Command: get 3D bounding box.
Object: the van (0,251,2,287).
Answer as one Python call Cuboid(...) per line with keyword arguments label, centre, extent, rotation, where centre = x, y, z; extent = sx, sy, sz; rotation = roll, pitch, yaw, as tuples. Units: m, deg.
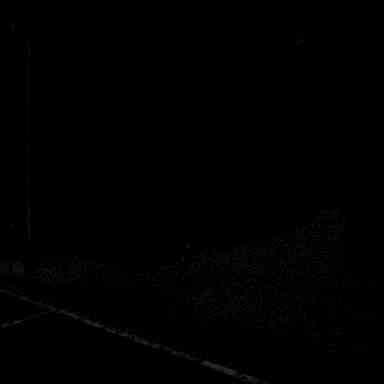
Cuboid(label="van", centre=(-5.778, 1.339, 7.194), extent=(3.998, 1.788, 1.690), rotation=(0, 0, 35))
